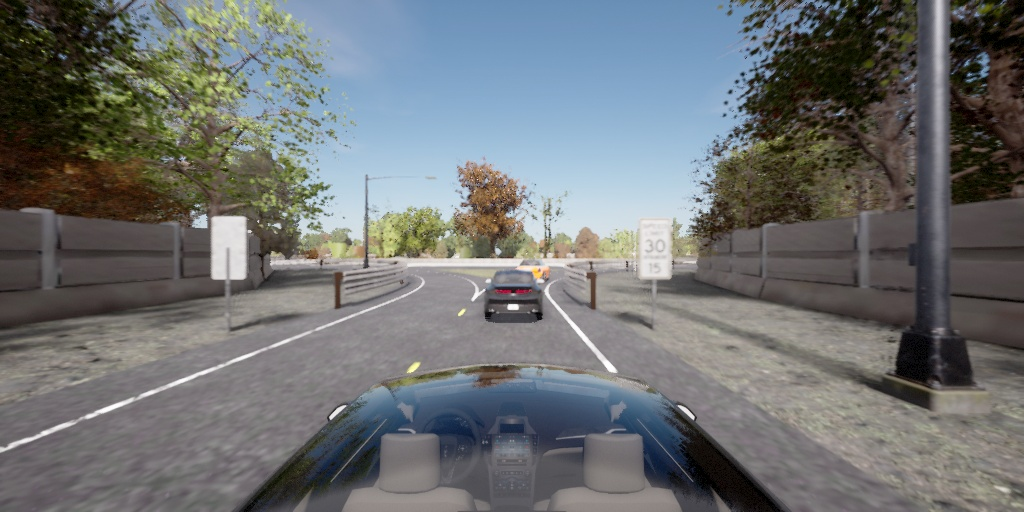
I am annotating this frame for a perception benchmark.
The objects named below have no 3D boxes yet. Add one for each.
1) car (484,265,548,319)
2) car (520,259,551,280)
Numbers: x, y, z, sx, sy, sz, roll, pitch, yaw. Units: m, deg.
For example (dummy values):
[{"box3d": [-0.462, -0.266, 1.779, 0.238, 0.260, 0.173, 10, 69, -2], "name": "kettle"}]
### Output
[{"box3d": [0.085, 1.225, 12.693, 1.837, 1.490, 4.892, 0, 0, 1], "name": "car"}, {"box3d": [1.678, 1.035, 27.353, 2.097, 1.767, 4.553, 0, 0, 13], "name": "car"}]
